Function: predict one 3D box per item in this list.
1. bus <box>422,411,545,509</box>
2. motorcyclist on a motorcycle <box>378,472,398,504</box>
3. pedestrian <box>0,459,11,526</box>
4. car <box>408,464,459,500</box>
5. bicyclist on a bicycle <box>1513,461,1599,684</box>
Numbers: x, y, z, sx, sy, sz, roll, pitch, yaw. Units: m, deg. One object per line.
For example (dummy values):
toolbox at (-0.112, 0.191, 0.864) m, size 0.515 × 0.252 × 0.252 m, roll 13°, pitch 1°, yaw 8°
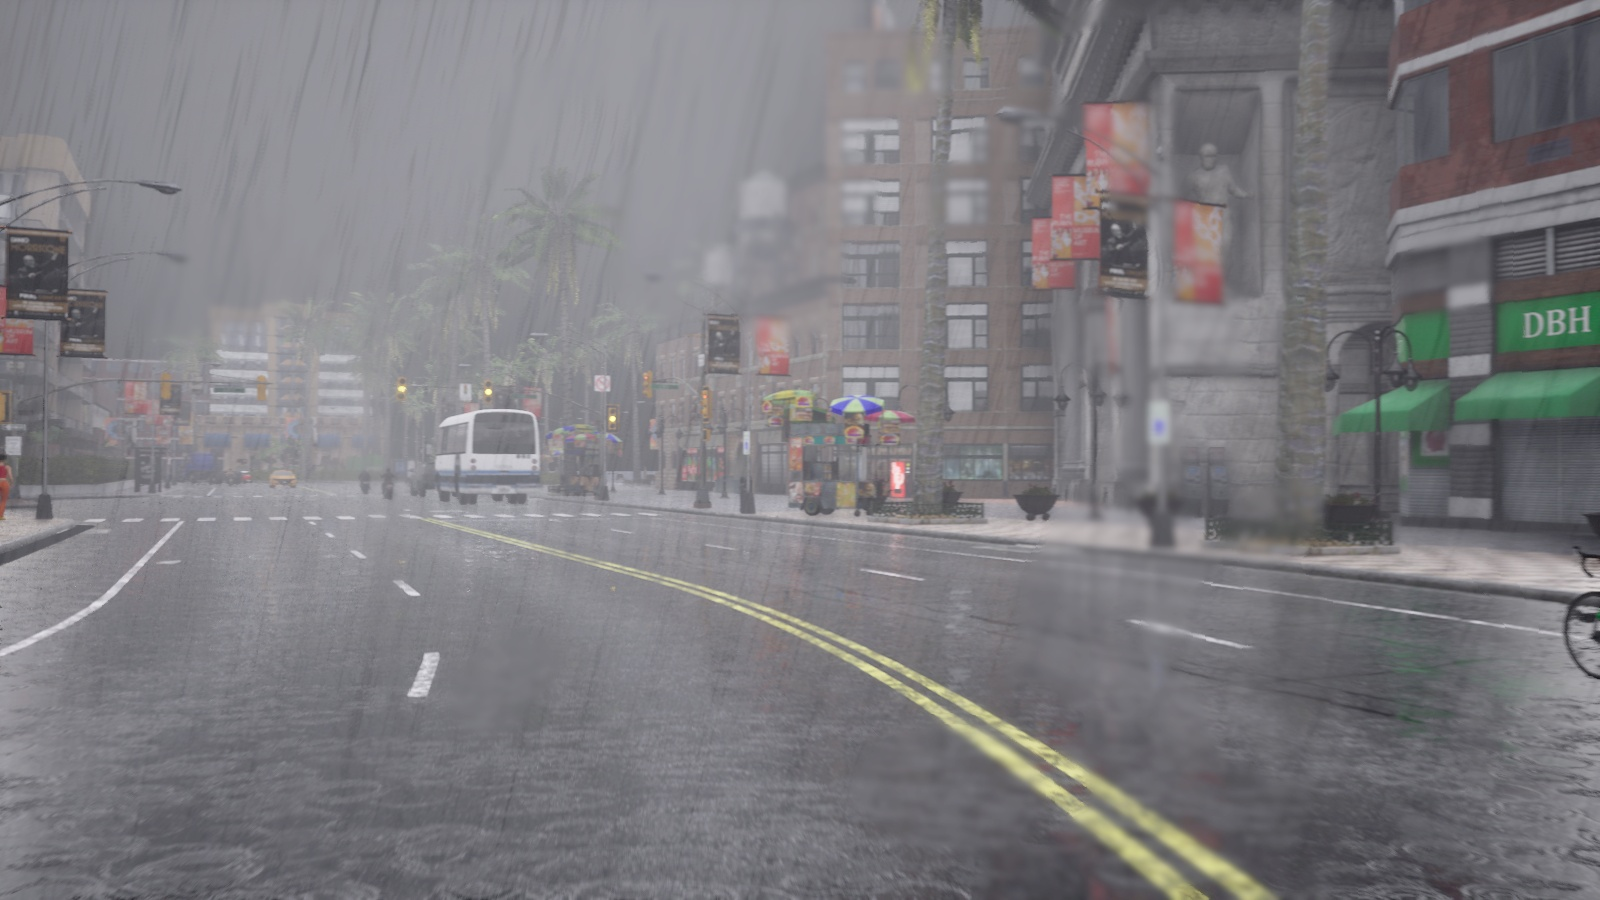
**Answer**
bus at (-15.389, 0.526, 60.334) m, size 3.944 × 4.253 × 10.273 m, roll 0°, pitch -1°, yaw -24°
motorcyclist on a motorcycle at (-21.312, 1.960, 64.913) m, size 0.766 × 1.649 × 2.350 m, roll 0°, pitch -1°, yaw -24°
pedestrian at (-21.986, 1.161, 34.540) m, size 0.345 × 1.836 × 0.594 m, roll 0°, pitch -1°, yaw -17°
car at (-21.800, 1.891, 74.466) m, size 2.150 × 2.045 × 5.566 m, roll 0°, pitch -1°, yaw -24°
bicyclist on a bicycle at (6.106, 0.891, 9.198) m, size 0.582 × 1.620 × 1.656 m, roll 0°, pitch -1°, yaw -10°
